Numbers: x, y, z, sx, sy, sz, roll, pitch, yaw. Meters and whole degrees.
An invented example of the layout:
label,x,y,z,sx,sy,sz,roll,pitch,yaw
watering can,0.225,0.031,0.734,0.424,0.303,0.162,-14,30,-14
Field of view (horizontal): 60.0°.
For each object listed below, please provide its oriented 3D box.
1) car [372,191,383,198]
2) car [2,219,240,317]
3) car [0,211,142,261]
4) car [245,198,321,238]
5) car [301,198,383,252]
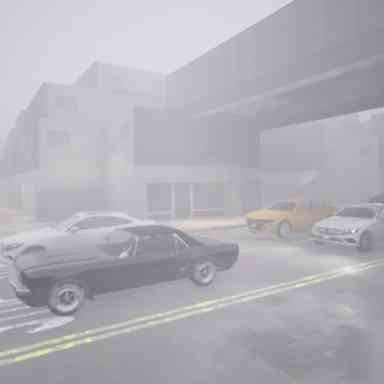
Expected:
label,x,y,z,sx,sy,sz,roll,pitch,yaw
car,13.222,0.560,20.663,5.566,2.045,2.150,-2,2,-32
car,-1.327,1.451,7.281,4.718,1.301,1.895,-2,2,-32
car,-3.230,1.334,10.267,4.674,1.442,1.812,-2,2,-31
car,4.668,1.061,15.238,5.008,1.535,1.882,-2,2,-32
car,6.393,1.155,12.188,4.674,1.442,1.812,-2,2,-32
